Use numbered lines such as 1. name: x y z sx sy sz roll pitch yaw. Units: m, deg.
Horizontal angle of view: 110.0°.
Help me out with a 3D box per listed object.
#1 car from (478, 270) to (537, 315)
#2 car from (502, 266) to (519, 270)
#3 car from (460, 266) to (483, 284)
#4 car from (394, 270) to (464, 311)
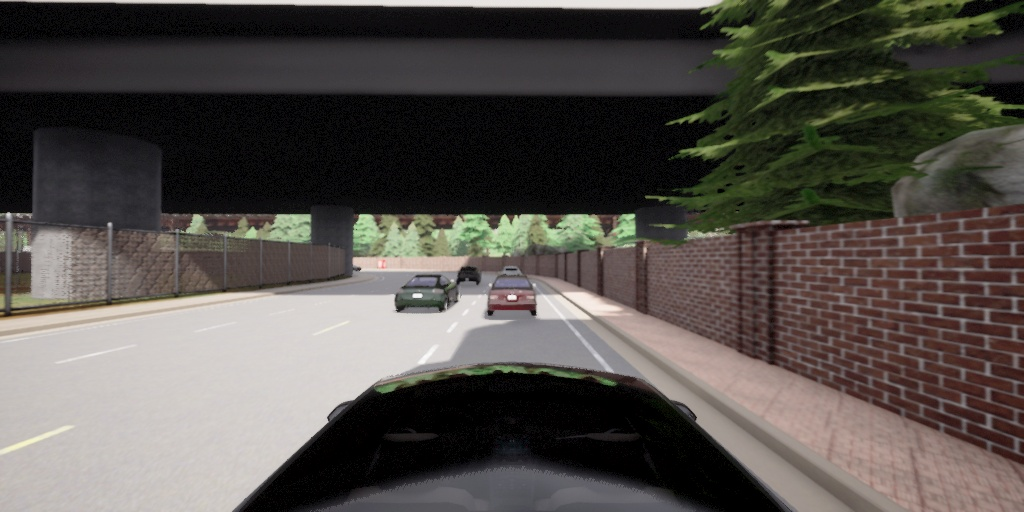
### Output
1. car: 0.011 1.438 14.334 2.033 1.411 5.357 0 -1 0
2. car: -0.135 1.598 30.711 1.812 1.442 4.674 0 0 -3
3. car: -3.607 1.576 30.311 1.837 1.490 4.892 0 0 -3
4. car: -3.479 1.466 15.321 1.994 1.385 4.181 0 -1 1
